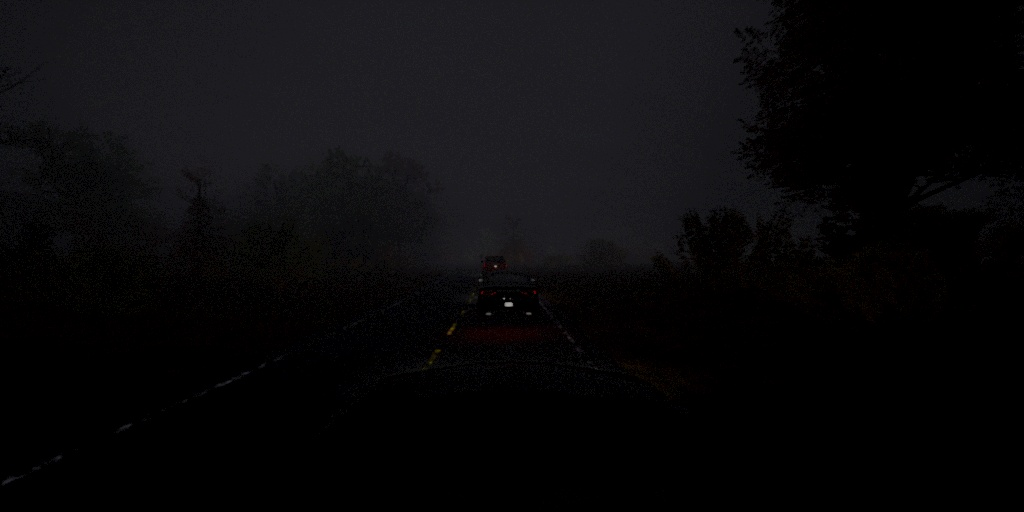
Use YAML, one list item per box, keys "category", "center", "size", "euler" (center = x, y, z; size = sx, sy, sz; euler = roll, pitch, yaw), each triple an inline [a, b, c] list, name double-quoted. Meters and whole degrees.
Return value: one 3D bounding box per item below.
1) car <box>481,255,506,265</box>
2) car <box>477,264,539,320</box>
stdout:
- category: "car"
  center: [-1.677, 0.970, 33.207]
  size: [2.150, 2.045, 5.566]
  euler: [0, 0, -6]
- category: "car"
  center: [-0.182, 1.227, 12.681]
  size: [1.882, 1.535, 5.008]
  euler: [0, 0, -2]
